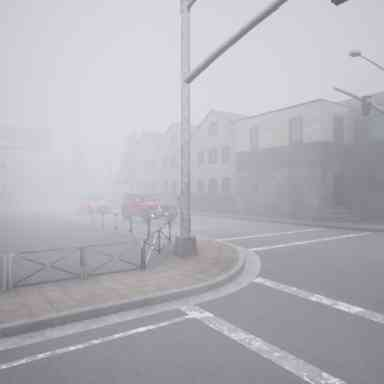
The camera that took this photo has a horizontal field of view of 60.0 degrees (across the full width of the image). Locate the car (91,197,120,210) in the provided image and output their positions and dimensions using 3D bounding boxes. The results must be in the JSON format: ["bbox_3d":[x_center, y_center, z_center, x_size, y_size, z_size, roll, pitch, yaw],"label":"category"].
[{"bbox_3d":[-10.536,1.328,40.416,1.837,1.490,4.892,0,0,-35],"label":"car"}]

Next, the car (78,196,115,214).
[{"bbox_3d":[-9.512,1.176,32.602,2.097,1.767,4.553,0,0,-35],"label":"car"}]

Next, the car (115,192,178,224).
[{"bbox_3d":[-3.202,1.045,23.663,2.150,2.045,5.566,0,0,-35],"label":"car"}]
